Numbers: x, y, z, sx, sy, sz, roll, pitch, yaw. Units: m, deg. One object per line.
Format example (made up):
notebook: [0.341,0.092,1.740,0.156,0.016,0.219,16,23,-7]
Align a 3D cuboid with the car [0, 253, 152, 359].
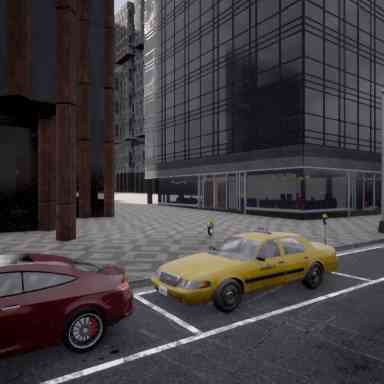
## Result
car: [-2.879,1.582,4.596,4.206,1.307,1.802,0,0,-35]

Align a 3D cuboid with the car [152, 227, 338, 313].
car: [1.418,1.525,7.644,4.829,1.417,1.752,0,0,-35]
